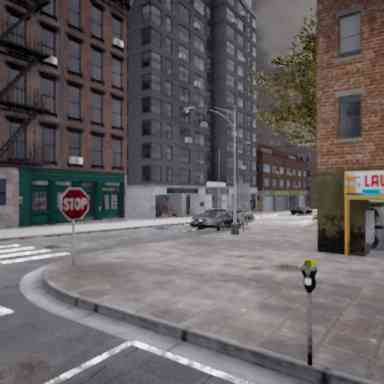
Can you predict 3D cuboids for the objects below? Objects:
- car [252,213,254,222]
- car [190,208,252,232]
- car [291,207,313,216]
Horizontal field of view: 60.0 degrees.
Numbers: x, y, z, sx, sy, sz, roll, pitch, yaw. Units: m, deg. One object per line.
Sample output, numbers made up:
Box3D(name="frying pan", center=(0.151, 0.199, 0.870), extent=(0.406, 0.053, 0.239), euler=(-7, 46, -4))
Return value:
Box3D(name="car", center=(4.353, 2.214, 31.910), extent=(1.994, 1.385, 4.181), euler=(0, -2, 35))
Box3D(name="car", center=(1.983, 1.976, 23.558), extent=(2.033, 1.411, 5.357), euler=(0, -2, 35))
Box3D(name="car", center=(15.938, 2.774, 48.293), extent=(1.895, 1.301, 4.718), euler=(0, -1, 35))
